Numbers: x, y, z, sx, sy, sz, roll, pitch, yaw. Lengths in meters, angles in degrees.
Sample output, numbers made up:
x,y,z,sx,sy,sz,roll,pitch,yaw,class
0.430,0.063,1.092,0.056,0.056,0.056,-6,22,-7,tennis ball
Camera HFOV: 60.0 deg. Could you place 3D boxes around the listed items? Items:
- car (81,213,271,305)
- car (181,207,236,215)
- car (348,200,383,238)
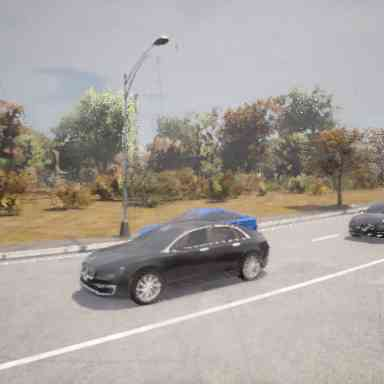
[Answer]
x,y,z,sx,sy,sz,roll,pitch,yaw,class
-0.179,1.486,8.154,4.892,1.490,1.837,0,0,-35,car
0.380,1.399,12.842,5.008,1.535,1.882,-2,1,-36,car
8.745,1.125,14.473,4.892,1.490,1.837,-3,2,-35,car
